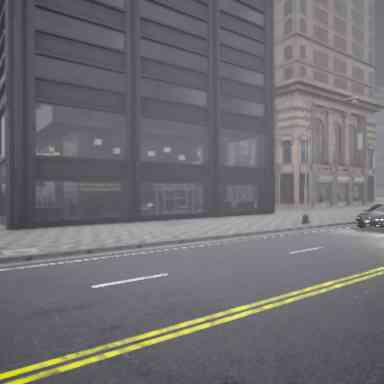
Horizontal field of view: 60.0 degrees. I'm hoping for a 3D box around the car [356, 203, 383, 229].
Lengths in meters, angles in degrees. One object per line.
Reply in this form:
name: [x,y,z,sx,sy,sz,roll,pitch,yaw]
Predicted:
car: [11.803,1.445,20.062,4.892,1.490,1.837,0,0,-35]
